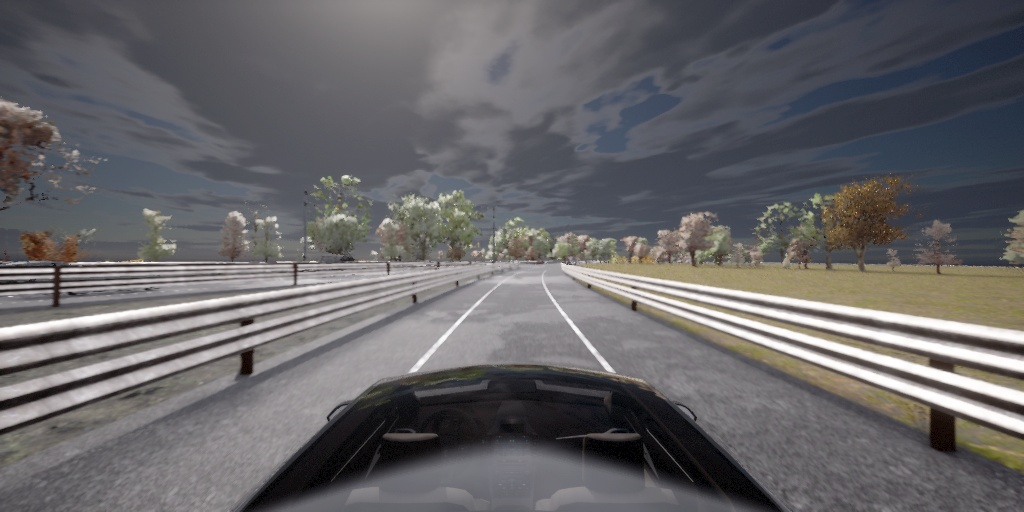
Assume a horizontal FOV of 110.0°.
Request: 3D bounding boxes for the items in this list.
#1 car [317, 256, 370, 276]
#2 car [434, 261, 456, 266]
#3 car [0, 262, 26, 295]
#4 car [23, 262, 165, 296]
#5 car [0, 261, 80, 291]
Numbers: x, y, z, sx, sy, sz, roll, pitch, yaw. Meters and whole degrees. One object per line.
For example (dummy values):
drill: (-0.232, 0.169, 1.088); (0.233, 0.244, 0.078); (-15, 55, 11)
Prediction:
car: (-18.068, 0.983, 38.325); (2.150, 2.045, 5.566); (0, -1, 14)
car: (-10.098, 1.511, 54.793); (2.033, 1.411, 5.357); (0, -1, 16)
car: (-22.911, 1.030, 17.856); (1.837, 1.490, 4.892); (0, -1, 13)
car: (-19.461, 1.097, 17.235); (1.994, 1.385, 4.181); (0, -1, 13)
car: (-26.360, 1.032, 18.474); (1.837, 1.490, 4.892); (0, -1, 13)
